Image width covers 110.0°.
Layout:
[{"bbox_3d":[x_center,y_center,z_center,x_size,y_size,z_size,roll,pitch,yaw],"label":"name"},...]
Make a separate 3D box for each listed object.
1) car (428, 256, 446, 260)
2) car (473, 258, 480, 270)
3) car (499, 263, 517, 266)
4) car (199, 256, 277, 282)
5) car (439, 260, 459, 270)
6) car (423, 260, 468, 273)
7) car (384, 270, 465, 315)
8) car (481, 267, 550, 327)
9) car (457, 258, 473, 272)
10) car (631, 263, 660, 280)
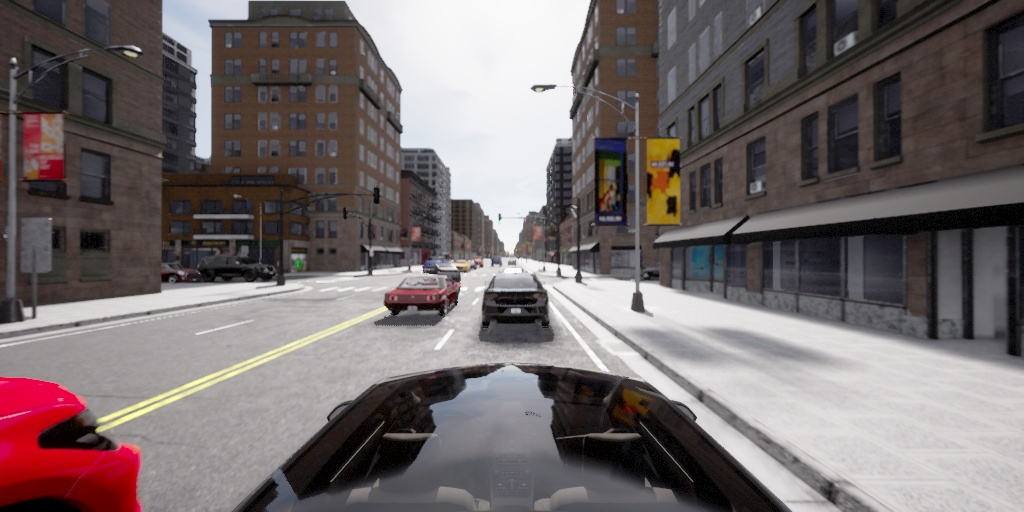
[{"bbox_3d":[-9.830,1.060,46.392,2.150,2.045,5.566,0,0,0],"label":"car"},{"bbox_3d":[-6.566,1.420,55.769,1.994,1.385,4.181,0,0,0],"label":"car"},{"bbox_3d":[0.079,1.357,22.446,1.994,1.385,4.181,0,0,0],"label":"car"},{"bbox_3d":[-22.181,1.020,28.994,5.566,2.045,2.150,0,0,0],"label":"car"},{"bbox_3d":[-9.809,1.348,56.204,2.128,1.511,4.902,0,0,0],"label":"car"},{"bbox_3d":[-5.144,1.290,25.892,2.128,1.511,4.902,1,0,-25],"label":"car"},{"bbox_3d":[-3.147,1.376,13.601,1.895,1.301,4.718,0,0,0],"label":"car"},{"bbox_3d":[0.103,1.248,11.590,1.882,1.535,5.008,0,0,0],"label":"car"},{"bbox_3d":[-6.586,1.317,46.776,1.882,1.535,5.008,0,0,0],"label":"car"},{"bbox_3d":[13.244,1.345,32.103,4.902,1.511,2.128,0,0,0],"label":"car"}]
